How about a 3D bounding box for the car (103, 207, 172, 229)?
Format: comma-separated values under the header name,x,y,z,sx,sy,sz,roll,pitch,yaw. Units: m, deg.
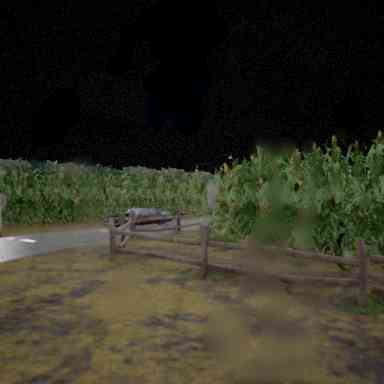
name,x,y,z,sx,sy,sz,roll,pitch,yaw
car,-3.659,1.766,23.531,2.033,1.411,5.357,-1,-1,36
